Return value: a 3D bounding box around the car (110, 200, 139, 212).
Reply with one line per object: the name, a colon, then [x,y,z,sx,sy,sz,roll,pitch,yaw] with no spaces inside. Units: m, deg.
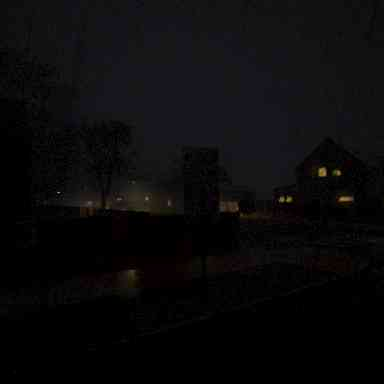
car: [-8.185,1.977,39.812,2.150,2.045,5.566,-1,0,-31]
